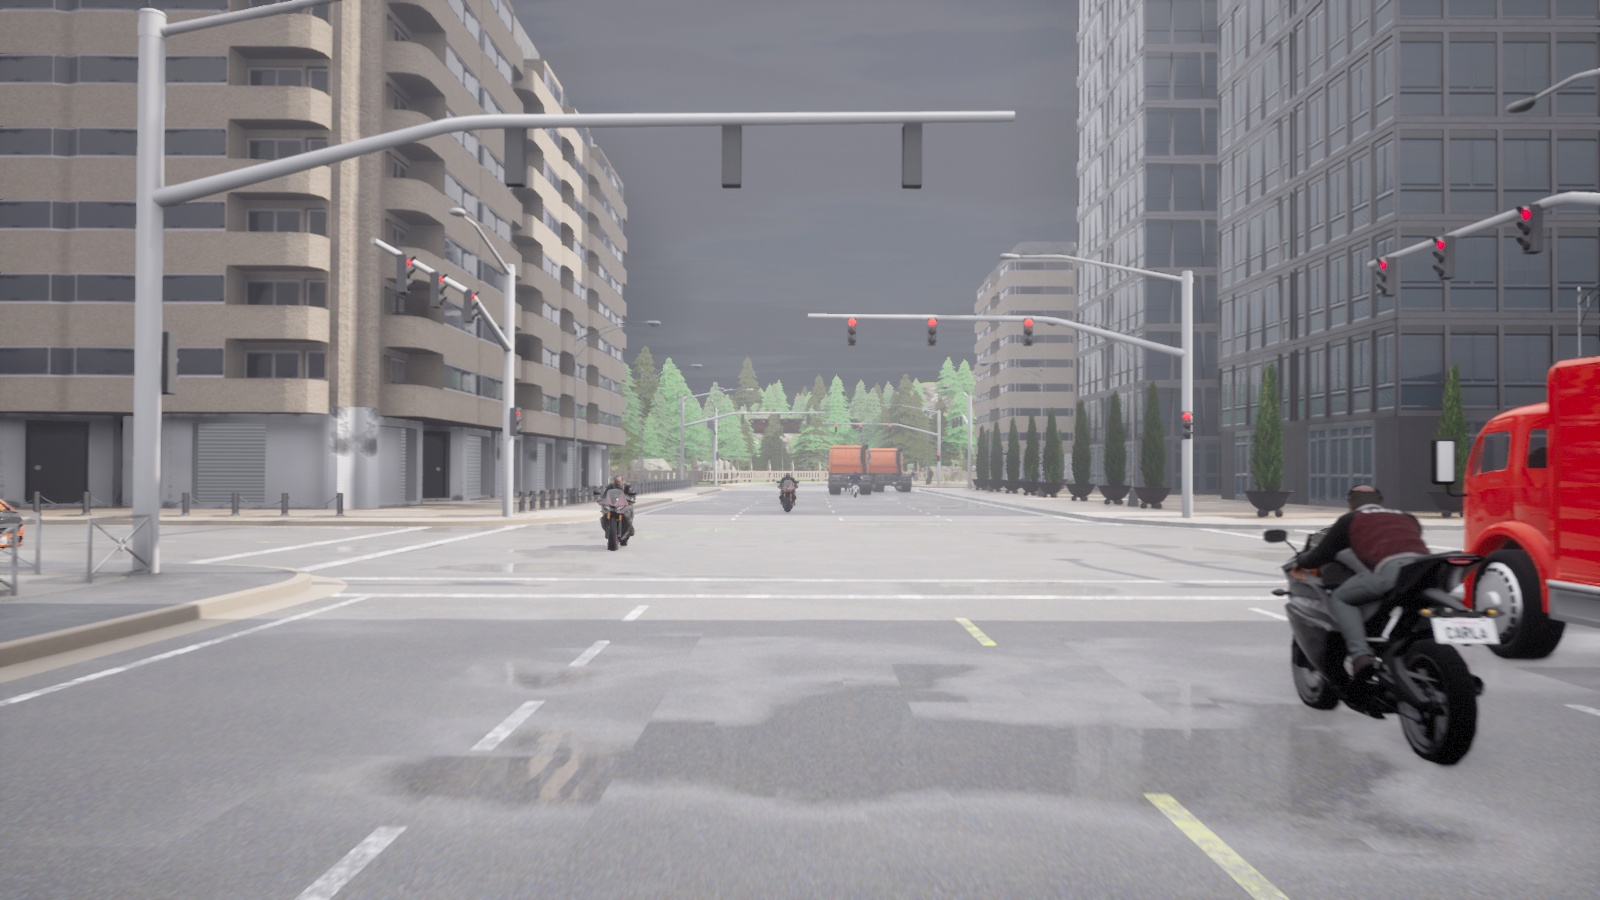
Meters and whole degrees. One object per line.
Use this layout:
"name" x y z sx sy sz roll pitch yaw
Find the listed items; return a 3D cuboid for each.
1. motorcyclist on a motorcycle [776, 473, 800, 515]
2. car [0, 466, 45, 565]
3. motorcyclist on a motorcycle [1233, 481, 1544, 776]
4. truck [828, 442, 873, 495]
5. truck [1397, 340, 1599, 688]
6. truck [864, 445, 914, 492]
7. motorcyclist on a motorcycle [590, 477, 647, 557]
"motorcyclist on a motorcycle" -0.444 1.647 47.501 0.866 1.530 2.191 0 -1 0
"car" -16.502 1.173 22.605 4.553 1.767 2.097 0 -1 0
"motorcyclist on a motorcycle" 3.481 0.965 7.719 0.866 1.530 2.191 0 -1 0
"truck" 3.400 1.267 86.496 2.891 3.462 7.936 0 -1 1
"truck" 6.977 0.455 9.262 2.627 2.467 5.204 0 -1 0
"truck" 6.864 1.442 97.811 2.891 3.462 7.936 0 -1 -3
"motorcyclist on a motorcycle" -3.651 1.317 25.391 0.866 1.530 2.191 0 -1 -1
